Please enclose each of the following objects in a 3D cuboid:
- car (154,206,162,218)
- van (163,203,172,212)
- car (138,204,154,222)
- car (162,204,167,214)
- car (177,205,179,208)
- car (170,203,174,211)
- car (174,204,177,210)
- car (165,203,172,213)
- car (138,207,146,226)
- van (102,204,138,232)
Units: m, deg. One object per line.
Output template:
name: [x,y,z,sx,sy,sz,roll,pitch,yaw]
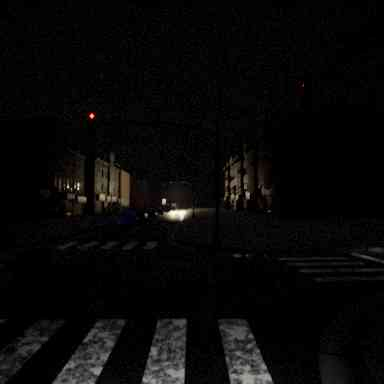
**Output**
car: [-5.452,2.651,43.319,1.887,1.381,4.507,2,-2,0]
van: [-5.534,3.474,75.052,1.690,1.788,3.998,1,-2,0]
car: [-5.417,2.108,32.750,2.192,1.841,5.009,2,-2,0]
car: [-5.482,3.016,53.894,1.802,1.307,4.206,2,-2,0]
car: [-5.577,4.008,90.913,2.192,1.841,5.009,1,-2,0]
car: [-5.522,3.393,69.761,1.967,1.590,4.097,1,-2,0]
car: [-5.567,4.054,85.619,2.008,1.369,4.403,1,-2,0]
car: [-5.510,3.321,64.470,1.887,1.381,4.507,1,-2,0]
car: [-5.411,2.201,27.760,2.008,1.369,4.403,2,-2,0]
van: [-5.396,1.896,24.447,1.690,1.788,3.998,2,-2,0]
